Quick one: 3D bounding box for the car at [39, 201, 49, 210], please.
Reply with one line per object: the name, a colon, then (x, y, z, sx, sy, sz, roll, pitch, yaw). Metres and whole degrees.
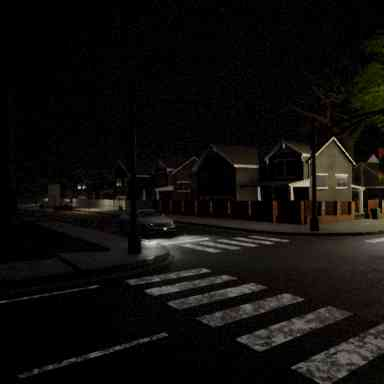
car: (-24.231, 2.186, 55.542, 1.994, 1.385, 4.181, -1, 0, -35)

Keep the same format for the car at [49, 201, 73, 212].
car: (-18.255, 1.985, 47.013, 2.128, 1.511, 4.902, -1, 0, -34)

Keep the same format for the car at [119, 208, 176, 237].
car: (-2.792, 1.718, 19.750, 1.812, 1.442, 4.674, -1, 0, -35)
